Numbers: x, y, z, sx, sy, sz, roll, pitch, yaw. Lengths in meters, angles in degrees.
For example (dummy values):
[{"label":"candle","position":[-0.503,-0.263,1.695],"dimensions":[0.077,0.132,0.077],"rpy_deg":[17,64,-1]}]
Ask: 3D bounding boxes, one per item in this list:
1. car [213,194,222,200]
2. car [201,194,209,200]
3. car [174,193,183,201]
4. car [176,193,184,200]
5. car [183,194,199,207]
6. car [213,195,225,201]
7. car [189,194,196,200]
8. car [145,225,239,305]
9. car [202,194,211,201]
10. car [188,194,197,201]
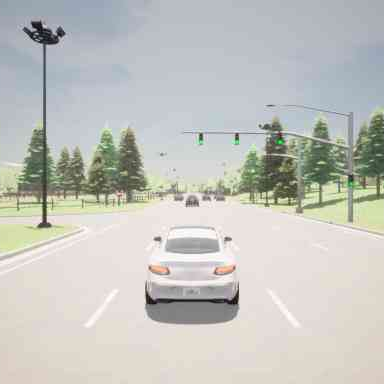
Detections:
[{"label":"car","position":[7.112,1.385,92.903],"dimensions":[1.994,1.385,4.181],"rpy_deg":[0,0,0]},{"label":"car","position":[3.612,1.372,92.907],"dimensions":[2.033,1.411,5.357],"rpy_deg":[0,0,0]},{"label":"car","position":[-3.400,1.544,82.879],"dimensions":[1.994,1.385,4.181],"rpy_deg":[0,0,0]},{"label":"car","position":[-3.388,1.188,92.885],"dimensions":[2.097,1.767,4.553],"rpy_deg":[0,0,0]},{"label":"car","position":[0.062,1.352,51.848],"dimensions":[2.097,1.767,4.553],"rpy_deg":[0,0,0]},{"label":"car","position":[7.099,1.517,82.483],"dimensions":[2.128,1.511,4.902],"rpy_deg":[0,0,0]},{"label":"car","position":[0.112,1.332,92.911],"dimensions":[1.837,1.490,4.892],"rpy_deg":[0,0,0]},{"label":"car","position":[0.016,1.526,7.975],"dimensions":[1.812,1.442,4.674],"rpy_deg":[0,0,0]},{"label":"car","position":[3.600,1.348,82.874],"dimensions":[2.097,1.767,4.553],"rpy_deg":[0,0,0]},{"label":"car","position":[0.100,1.348,82.878],"dimensions":[2.097,1.767,4.553],"rpy_deg":[0,0,0]}]
